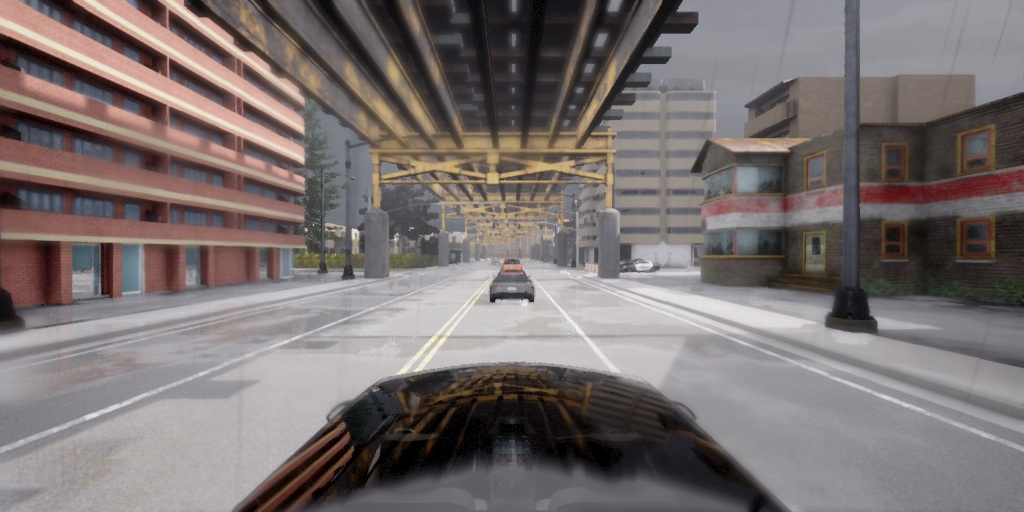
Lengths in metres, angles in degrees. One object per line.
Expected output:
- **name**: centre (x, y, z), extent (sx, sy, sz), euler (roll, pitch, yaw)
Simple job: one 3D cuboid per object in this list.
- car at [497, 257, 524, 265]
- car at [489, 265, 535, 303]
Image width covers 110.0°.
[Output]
- **car**: centre (0.000, 1.016, 31.506), extent (2.097, 1.767, 4.553), euler (0, 0, 0)
- **car**: centre (0.000, 1.287, 16.537), extent (1.994, 1.385, 4.181), euler (0, 0, 0)
